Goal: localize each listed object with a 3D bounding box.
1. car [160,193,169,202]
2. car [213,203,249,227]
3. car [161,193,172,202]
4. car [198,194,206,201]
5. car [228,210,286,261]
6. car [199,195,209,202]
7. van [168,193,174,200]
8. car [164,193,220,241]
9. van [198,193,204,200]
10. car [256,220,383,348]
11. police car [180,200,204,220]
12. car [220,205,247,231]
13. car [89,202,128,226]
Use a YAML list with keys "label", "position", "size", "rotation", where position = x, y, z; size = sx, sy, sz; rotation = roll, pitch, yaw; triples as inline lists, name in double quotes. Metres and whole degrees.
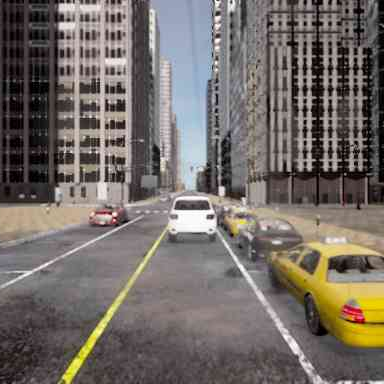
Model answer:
- label: "car"
  position: [-5.995, 1.398, 72.558]
  size: [1.967, 1.590, 4.097]
  rotation: [0, 0, 0]
- label: "car"
  position: [2.626, 1.556, 23.321]
  size: [2.008, 1.369, 4.403]
  rotation: [0, 0, 0]
- label: "car"
  position: [-5.945, 1.261, 78.243]
  size: [2.192, 1.841, 5.009]
  rotation: [0, 0, 0]
- label: "car"
  position: [2.447, 1.374, 83.950]
  size: [1.967, 1.590, 4.097]
  rotation: [0, 0, 0]
- label: "car"
  position: [2.659, 1.556, 11.983]
  size: [2.008, 1.369, 4.403]
  rotation: [0, 0, 0]
- label: "car"
  position: [2.576, 1.399, 72.582]
  size: [1.967, 1.590, 4.097]
  rotation: [0, 0, 0]
- label: "van"
  position: [-5.966, 1.248, 95.298]
  size: [1.690, 1.788, 3.998]
  rotation: [0, 0, 0]
- label: "car"
  position: [0.041, 1.228, 16.850]
  size: [2.150, 2.045, 5.566]
  rotation: [0, 0, 1]
- label: "van"
  position: [2.430, 1.262, 89.634]
  size: [1.690, 1.788, 3.998]
  rotation: [0, 0, 0]
- label: "car"
  position: [2.675, 1.530, 6.486]
  size: [1.752, 1.417, 4.829]
  rotation: [0, 0, 0]
- label: "police car"
  position: [0.011, 1.507, 30.019]
  size: [2.038, 1.542, 4.974]
  rotation: [0, 0, 0]
- label: "car"
  position: [2.642, 1.531, 17.824]
  size: [1.752, 1.417, 4.829]
  rotation: [0, 0, 0]
- label: "car"
  position: [-5.754, 1.445, 23.295]
  size: [1.967, 1.590, 4.097]
  rotation: [0, 0, 0]
